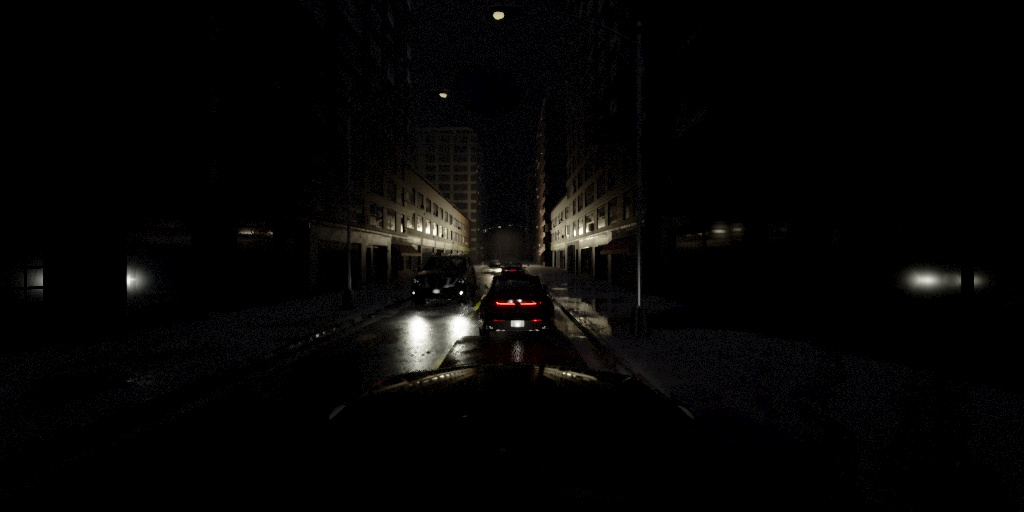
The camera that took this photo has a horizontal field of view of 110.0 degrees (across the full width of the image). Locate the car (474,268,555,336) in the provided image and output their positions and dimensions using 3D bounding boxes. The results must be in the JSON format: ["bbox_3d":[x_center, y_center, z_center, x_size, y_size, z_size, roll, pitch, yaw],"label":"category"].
[{"bbox_3d":[0.105,1.257,10.385,1.837,1.490,4.892,0,0,0],"label":"car"}]

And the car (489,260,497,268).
[{"bbox_3d":[-2.754,1.389,59.484,2.033,1.411,5.357,0,0,0],"label":"car"}]

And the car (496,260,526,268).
[{"bbox_3d":[0.094,1.250,28.168,2.128,1.511,4.902,0,0,0],"label":"car"}]

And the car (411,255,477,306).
[{"bbox_3d":[-2.849,0.975,16.254,2.150,2.045,5.566,0,0,0],"label":"car"}]
